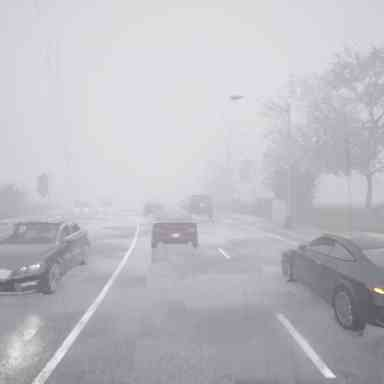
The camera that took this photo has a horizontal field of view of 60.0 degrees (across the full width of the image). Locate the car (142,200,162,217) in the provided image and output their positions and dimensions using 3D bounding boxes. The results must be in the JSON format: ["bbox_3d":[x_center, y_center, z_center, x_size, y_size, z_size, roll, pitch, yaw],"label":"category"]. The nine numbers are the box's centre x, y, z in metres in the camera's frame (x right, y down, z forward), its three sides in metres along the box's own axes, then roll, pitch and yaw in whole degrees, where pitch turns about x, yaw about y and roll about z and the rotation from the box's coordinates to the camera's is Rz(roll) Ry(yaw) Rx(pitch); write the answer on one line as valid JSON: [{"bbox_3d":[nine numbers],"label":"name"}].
[{"bbox_3d":[-3.859,1.527,32.729,1.882,1.535,5.008,0,0,-13],"label":"car"}]

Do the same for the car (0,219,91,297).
[{"bbox_3d":[-4.022,1.511,8.774,2.128,1.511,4.902,0,0,-4],"label":"car"}]

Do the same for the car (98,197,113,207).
[{"bbox_3d":[-13.454,1.587,51.625,1.837,1.490,4.892,0,0,-20],"label":"car"}]

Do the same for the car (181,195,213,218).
[{"bbox_3d":[0.323,1.262,30.093,2.150,2.045,5.566,0,0,-12],"label":"car"}]

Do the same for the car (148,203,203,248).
[{"bbox_3d":[-0.875,1.499,15.112,1.882,1.535,5.008,0,0,-6],"label":"car"}]

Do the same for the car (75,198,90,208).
[{"bbox_3d":[-16.184,1.642,48.889,1.994,1.385,4.181,0,0,-20],"label":"car"}]

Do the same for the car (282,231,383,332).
[{"bbox_3d":[3.309,1.527,6.742,1.812,1.442,4.674,0,0,-2],"label":"car"}]
